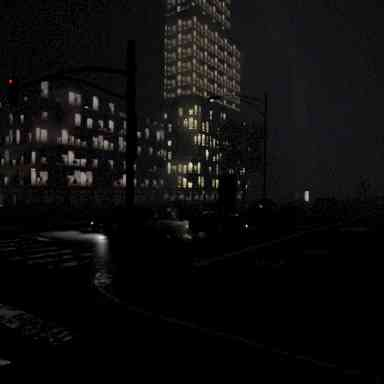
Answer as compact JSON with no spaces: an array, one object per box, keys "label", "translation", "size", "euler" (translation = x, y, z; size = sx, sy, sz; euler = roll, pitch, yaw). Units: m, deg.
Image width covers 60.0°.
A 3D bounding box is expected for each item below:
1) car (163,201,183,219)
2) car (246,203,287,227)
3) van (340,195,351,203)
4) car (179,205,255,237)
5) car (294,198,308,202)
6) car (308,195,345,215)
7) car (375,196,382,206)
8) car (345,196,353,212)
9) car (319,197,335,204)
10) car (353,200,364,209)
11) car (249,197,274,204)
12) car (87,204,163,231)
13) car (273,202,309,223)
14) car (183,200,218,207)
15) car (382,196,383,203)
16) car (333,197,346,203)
[{"label":"car","translation":[-1.511,1.480,29.427],"size":[1.967,1.590,4.097],"euler":[1,0,36]},{"label":"car","translation":[4.806,1.736,23.443],"size":[1.947,1.339,4.313],"euler":[1,0,36]},{"label":"van","translation":[38.179,1.705,82.924],"size":[1.690,1.788,3.998],"euler":[1,0,36]},{"label":"car","translation":[1.548,1.696,19.034],"size":[2.008,1.369,4.403],"euler":[1,0,36]},{"label":"car","translation":[18.283,1.726,56.000],"size":[1.752,1.417,4.829],"euler":[1,0,36]},{"label":"car","translation":[15.299,1.569,37.716],"size":[2.192,1.841,5.009],"euler":[1,0,36]},{"label":"car","translation":[35.122,1.940,64.688],"size":[1.752,1.417,4.829],"euler":[1,0,36]},{"label":"car","translation":[18.570,1.720,42.201],"size":[1.967,1.590,4.097],"euler":[1,0,36]},{"label":"car","translation":[28.281,1.848,69.530],"size":[1.947,1.339,4.313],"euler":[1,0,36]},{"label":"car","translation":[25.126,1.773,51.158],"size":[1.967,1.590,4.097],"euler":[1,0,36]},{"label":"car","translation":[7.775,1.491,37.390],"size":[2.097,1.767,4.553],"euler":[1,0,37]},{"label":"car","translation":[-4.306,1.548,21.065],"size":[1.837,1.490,4.892],"euler":[1,0,36]},{"label":"car","translation":[8.062,1.778,27.850],"size":[1.802,1.307,4.206],"euler":[1,0,36]},{"label":"car","translation":[1.689,1.568,29.175],"size":[1.882,1.535,5.008],"euler":[1,0,36]},{"label":"car","translation":[41.622,1.783,73.480],"size":[2.192,1.841,5.009],"euler":[1,0,36]},{"label":"car","translation":[34.777,1.861,78.323],"size":[1.752,1.417,4.829],"euler":[1,0,36]}]
